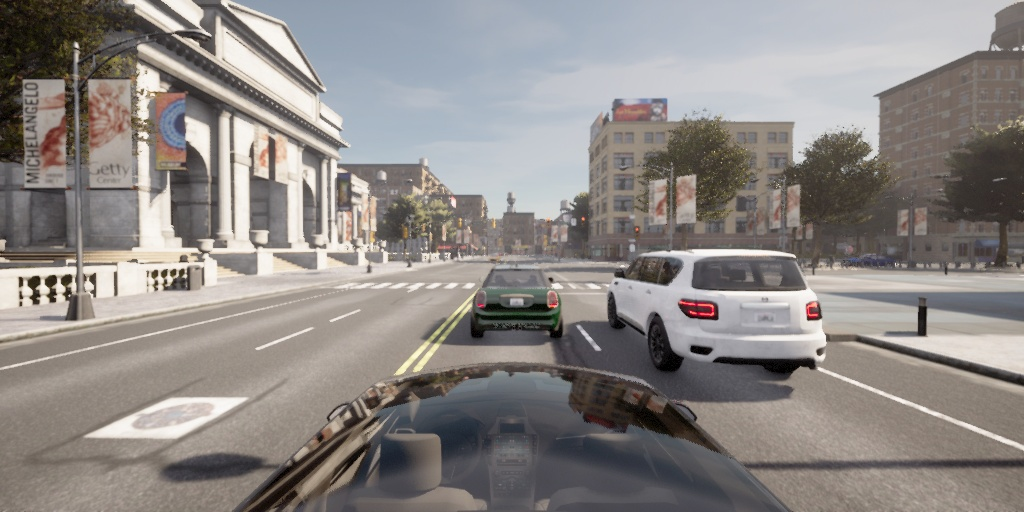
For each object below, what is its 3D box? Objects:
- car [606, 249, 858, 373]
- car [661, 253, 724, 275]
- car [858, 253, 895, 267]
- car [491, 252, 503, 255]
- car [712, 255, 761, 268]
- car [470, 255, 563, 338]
[{"bbox_3d":[3.576,0.887,7.568,2.150,2.045,5.566,0,1,3],"label":"car"},{"bbox_3d":[15.596,0.669,31.091,4.553,1.767,2.097,0,0,-8],"label":"car"},{"bbox_3d":[43.285,0.627,43.490,5.008,1.535,1.882,0,1,1],"label":"car"},{"bbox_3d":[-2.950,0.359,60.350,1.882,1.535,5.008,0,2,1],"label":"car"},{"bbox_3d":[27.273,0.650,43.656,4.892,1.490,1.837,0,1,1],"label":"car"},{"bbox_3d":[0.128,0.984,9.913,2.097,1.767,4.553,0,1,1],"label":"car"}]
